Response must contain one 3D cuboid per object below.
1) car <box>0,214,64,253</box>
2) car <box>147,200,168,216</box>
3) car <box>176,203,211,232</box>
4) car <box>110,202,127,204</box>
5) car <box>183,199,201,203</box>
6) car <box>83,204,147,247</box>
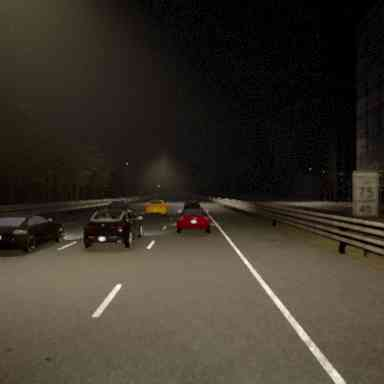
[{"bbox_3d":[-6.902,1.579,13.788,1.994,1.385,4.181,0,0,0],"label":"car"},{"bbox_3d":[-3.483,1.551,33.540,1.882,1.535,5.008,0,0,0],"label":"car"},{"bbox_3d":[0.085,1.593,20.295,1.994,1.385,4.181,0,0,0],"label":"car"},{"bbox_3d":[-6.965,1.614,31.664,2.033,1.411,5.357,0,0,0],"label":"car"},{"bbox_3d":[-0.032,1.588,38.849,2.128,1.511,4.902,0,0,-1],"label":"car"},{"bbox_3d":[-3.403,1.522,14.974,1.837,1.490,4.892,0,0,0],"label":"car"}]
